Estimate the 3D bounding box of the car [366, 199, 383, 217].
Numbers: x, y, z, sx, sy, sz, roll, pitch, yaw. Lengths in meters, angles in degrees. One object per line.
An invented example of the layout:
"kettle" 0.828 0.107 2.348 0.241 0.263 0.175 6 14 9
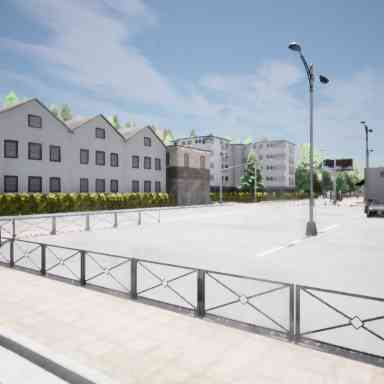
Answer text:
"car" 15.381 1.298 26.840 2.007 1.523 4.514 0 0 35
